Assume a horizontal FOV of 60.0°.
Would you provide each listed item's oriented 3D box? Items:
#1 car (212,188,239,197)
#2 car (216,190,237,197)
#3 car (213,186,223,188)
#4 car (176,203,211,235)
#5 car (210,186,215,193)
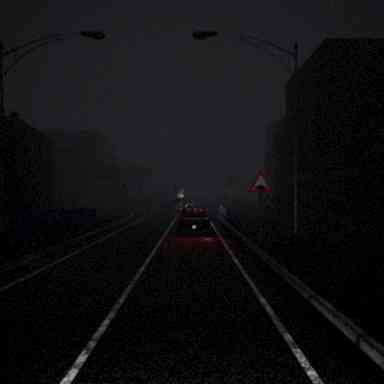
[{"bbox_3d":[8.011,0.455,76.371,5.366,1.575,1.946,0,2,-1],"label":"car"},{"bbox_3d":[8.167,0.387,79.130,4.674,1.452,2.002,0,2,-1],"label":"car"},{"bbox_3d":[8.100,0.113,81.876,4.553,1.767,2.185,0,2,-1],"label":"car"},{"bbox_3d":[0.099,1.633,19.964,2.128,1.511,4.902,0,0,0],"label":"car"},{"bbox_3d":[8.129,-0.117,84.626,5.566,2.045,2.435,0,2,-1],"label":"car"}]
